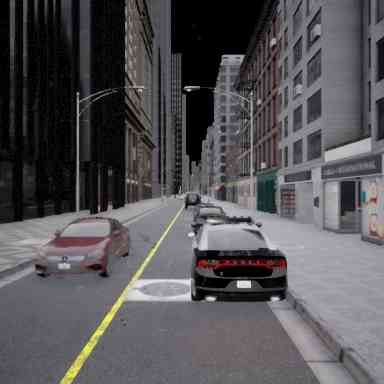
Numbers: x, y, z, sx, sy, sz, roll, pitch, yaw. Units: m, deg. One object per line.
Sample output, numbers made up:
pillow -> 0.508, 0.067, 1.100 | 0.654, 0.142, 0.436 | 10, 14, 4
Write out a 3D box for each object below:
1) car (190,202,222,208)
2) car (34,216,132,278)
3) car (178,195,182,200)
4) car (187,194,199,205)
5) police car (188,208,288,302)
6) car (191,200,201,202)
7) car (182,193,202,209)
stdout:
car -> 0.960, 1.505, 18.342 | 1.837, 1.490, 4.892 | 0, 0, 0
car -> -3.053, 1.526, 10.289 | 1.812, 1.442, 4.674 | 0, 0, 0
car -> -2.705, 1.456, 86.891 | 1.812, 1.442, 4.674 | 0, 0, 0
car -> 0.199, 1.323, 58.842 | 2.097, 1.767, 4.553 | 0, 0, 0
police car -> 0.927, 1.425, 8.451 | 1.930, 1.638, 5.238 | 0, 0, 0
car -> 0.982, 1.525, 24.341 | 1.812, 1.442, 4.674 | 0, 0, 0
car -> 0.162, 1.209, 45.124 | 2.150, 2.045, 5.566 | 0, 0, 0
